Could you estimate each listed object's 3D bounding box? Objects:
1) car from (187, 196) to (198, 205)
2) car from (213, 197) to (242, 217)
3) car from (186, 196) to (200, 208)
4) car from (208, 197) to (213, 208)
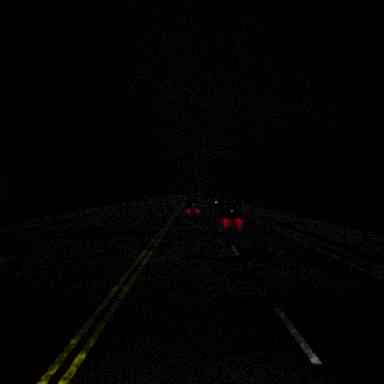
[{"bbox_3d":[0.022,1.401,58.431,1.837,1.490,4.892,0,0,0],"label":"car"},{"bbox_3d":[3.353,1.396,30.308,2.128,1.511,4.902,0,0,0],"label":"car"},{"bbox_3d":[0.117,1.381,44.989,2.128,1.511,4.902,0,0,0],"label":"car"},{"bbox_3d":[3.281,1.437,46.645,2.033,1.411,5.357,0,0,1],"label":"car"}]
